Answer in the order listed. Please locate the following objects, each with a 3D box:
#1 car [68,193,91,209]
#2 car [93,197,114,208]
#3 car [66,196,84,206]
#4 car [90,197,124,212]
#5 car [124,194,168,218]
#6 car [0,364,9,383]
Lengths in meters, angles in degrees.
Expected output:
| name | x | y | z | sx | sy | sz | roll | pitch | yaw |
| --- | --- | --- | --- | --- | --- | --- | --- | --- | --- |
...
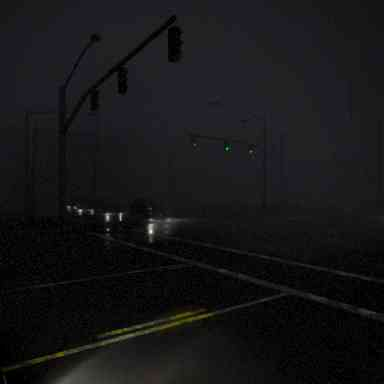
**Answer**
| name | x | y | z | sx | sy | sz | roll | pitch | yaw |
| --- | --- | --- | --- | --- | --- | --- | --- | --- | --- |
| car | -15.559 | 1.221 | 46.656 | 2.150 | 2.045 | 5.566 | 0 | 0 | -33 |
| car | -13.397 | 1.526 | 50.098 | 1.812 | 1.442 | 4.674 | 0 | 0 | -32 |
| car | -19.597 | 1.492 | 56.043 | 2.128 | 1.511 | 4.902 | 0 | 0 | -10 |
| car | -9.818 | 1.526 | 38.474 | 1.812 | 1.442 | 4.674 | 0 | 0 | -36 |
| car | -4.036 | 1.352 | 30.468 | 2.097 | 1.767 | 4.553 | 0 | 0 | -36 |
| car | -3.632 | 1.547 | 1.216 | 5.357 | 1.411 | 2.033 | 0 | 0 | -35 |
